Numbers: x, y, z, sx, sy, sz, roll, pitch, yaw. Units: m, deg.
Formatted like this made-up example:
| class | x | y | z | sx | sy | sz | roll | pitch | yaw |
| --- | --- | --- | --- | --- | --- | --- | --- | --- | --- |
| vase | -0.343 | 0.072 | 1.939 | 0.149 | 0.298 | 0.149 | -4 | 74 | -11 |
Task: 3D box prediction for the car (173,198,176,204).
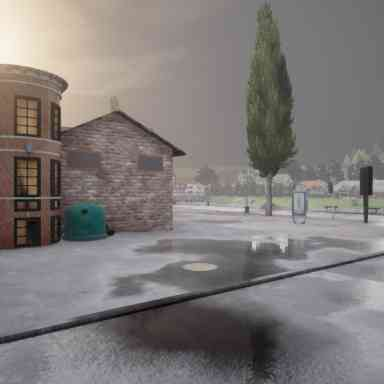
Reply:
| class | x | y | z | sx | sy | sz | roll | pitch | yaw |
| --- | --- | --- | --- | --- | --- | --- | --- | --- | --- |
| car | -4.632 | 1.526 | 60.368 | 1.812 | 1.442 | 4.674 | 0 | 0 | -35 |
